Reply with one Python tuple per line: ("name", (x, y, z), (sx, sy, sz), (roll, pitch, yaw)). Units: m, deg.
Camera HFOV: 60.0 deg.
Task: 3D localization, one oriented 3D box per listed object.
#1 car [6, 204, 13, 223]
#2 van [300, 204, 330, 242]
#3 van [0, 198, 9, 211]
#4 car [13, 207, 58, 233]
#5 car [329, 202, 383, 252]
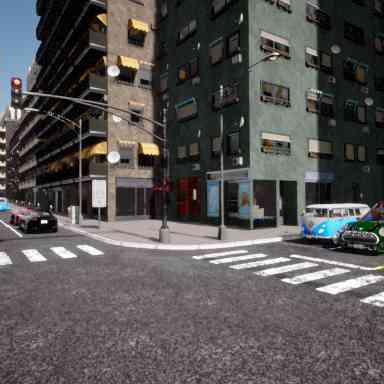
("car", (-12.718, 1.783, 25.321), (1.802, 1.307, 4.206), (1, -1, -34))
("van", (6.955, 1.466, 15.997), (3.998, 1.788, 1.690), (0, -1, -34))
("van", (-25.208, 1.641, 43.779), (1.690, 1.788, 3.998), (1, -1, -34))
("car", (-9.595, 1.743, 20.708), (1.947, 1.339, 4.313), (1, -1, -34))
("car", (8.046, 1.429, 13.620), (4.553, 1.767, 2.097), (0, -1, -34))
